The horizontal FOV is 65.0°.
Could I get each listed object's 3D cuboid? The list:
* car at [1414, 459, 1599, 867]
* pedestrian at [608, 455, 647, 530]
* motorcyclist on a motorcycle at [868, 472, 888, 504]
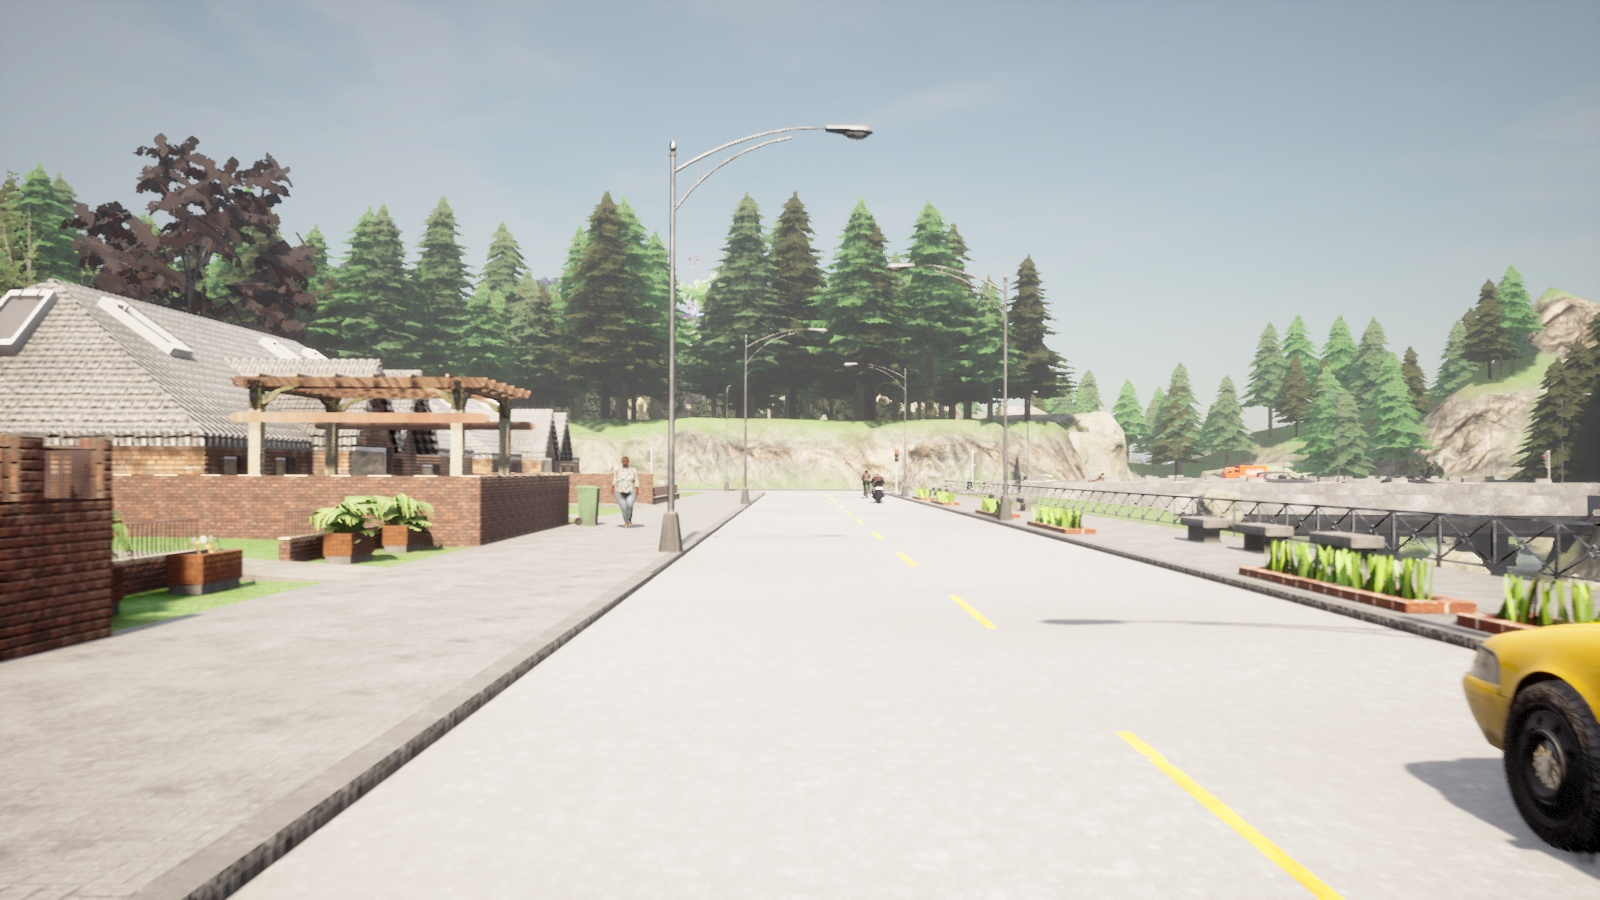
[{"bbox_3d":[3.992,0.798,3.608,1.801,1.575,5.366,0,-1,0],"label":"car"},{"bbox_3d":[-4.332,1.071,31.585,0.874,1.855,0.900,0,-1,-1],"label":"pedestrian"},{"bbox_3d":[3.854,1.877,62.262,0.866,1.530,2.191,0,-1,0],"label":"motorcyclist on a motorcycle"}]
